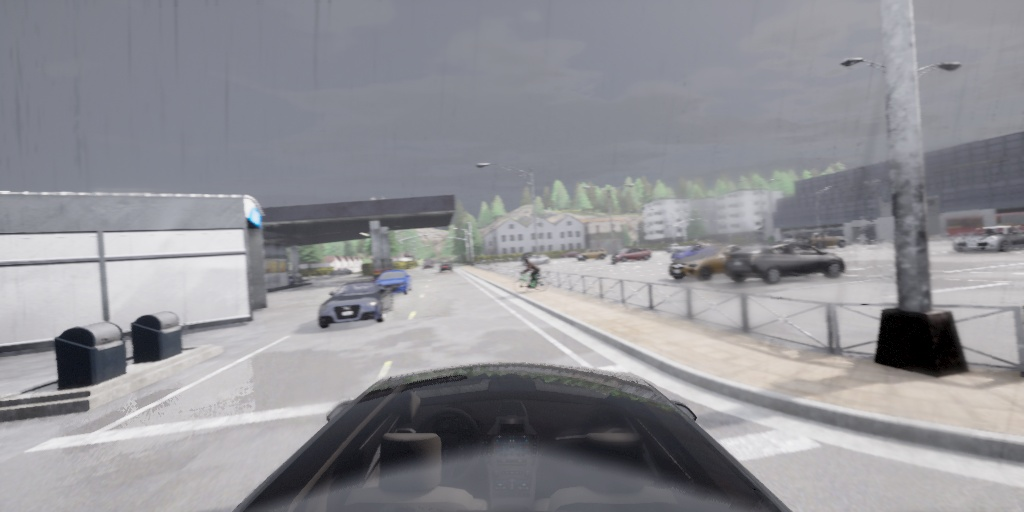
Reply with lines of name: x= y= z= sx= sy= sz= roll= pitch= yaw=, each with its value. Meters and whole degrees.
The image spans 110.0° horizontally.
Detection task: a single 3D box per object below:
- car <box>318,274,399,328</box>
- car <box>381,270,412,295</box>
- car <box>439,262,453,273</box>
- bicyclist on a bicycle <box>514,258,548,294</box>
car: x=-5.609 y=1.650 z=13.294 sx=1.994 sy=1.385 sz=4.181 roll=-4 pitch=0 yaw=-11
car: x=-7.547 y=1.651 z=23.043 sx=1.882 sy=1.535 sz=5.008 roll=-4 pitch=0 yaw=-11
car: x=-9.947 y=1.688 z=54.123 sx=1.837 sy=1.490 sz=4.892 roll=-4 pitch=0 yaw=-11
bicyclist on a bicycle: x=0.865 y=0.910 z=16.615 sx=1.656 sy=1.620 sz=0.582 roll=-4 pitch=0 yaw=-11
